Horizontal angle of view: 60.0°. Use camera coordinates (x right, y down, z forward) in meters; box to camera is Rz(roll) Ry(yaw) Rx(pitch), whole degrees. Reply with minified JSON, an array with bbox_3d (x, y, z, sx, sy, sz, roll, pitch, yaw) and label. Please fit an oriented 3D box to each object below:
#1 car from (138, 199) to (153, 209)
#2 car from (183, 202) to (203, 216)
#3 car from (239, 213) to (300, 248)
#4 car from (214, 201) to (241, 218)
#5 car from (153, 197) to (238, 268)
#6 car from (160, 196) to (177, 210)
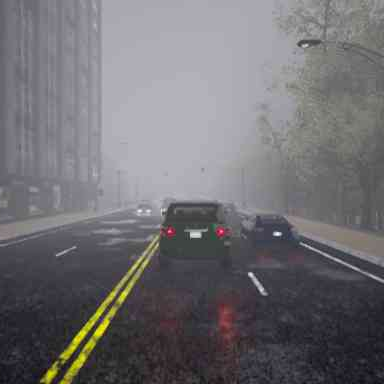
[{"bbox_3d":[-6.513,1.723,47.756,2.033,1.411,5.357,0,0,0],"label":"car"},{"bbox_3d":[0.097,1.729,34.993,1.895,1.301,4.718,0,0,0],"label":"car"},{"bbox_3d":[3.347,1.619,15.018,1.994,1.385,4.181,0,0,0],"label":"car"},{"bbox_3d":[3.347,1.666,32.392,2.033,1.411,5.357,0,0,0],"label":"car"},{"bbox_3d":[0.097,1.263,11.636,2.150,2.045,5.566,0,0,0],"label":"car"},{"bbox_3d":[-3.272,1.524,47.155,2.097,1.767,4.553,0,0,0],"label":"car"}]
